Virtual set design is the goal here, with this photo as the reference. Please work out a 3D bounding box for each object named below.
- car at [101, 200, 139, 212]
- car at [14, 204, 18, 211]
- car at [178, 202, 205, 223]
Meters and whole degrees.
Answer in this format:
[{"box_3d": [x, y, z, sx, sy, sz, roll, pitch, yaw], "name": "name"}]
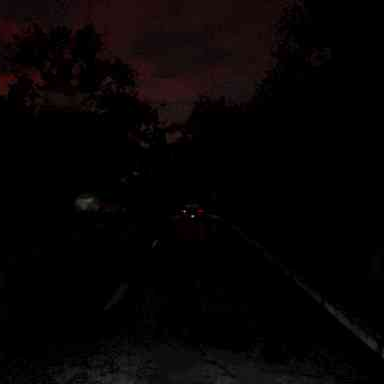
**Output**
[{"box_3d": [-8.783, 1.653, 40.229, 5.008, 1.535, 1.882, -1, -4, 28], "name": "car"}, {"box_3d": [-22.751, 1.659, 38.701, 4.902, 1.511, 2.128, -1, -3, 2], "name": "car"}, {"box_3d": [-0.071, 1.541, 25.975, 1.812, 1.442, 4.674, 0, 0, -3], "name": "car"}]
